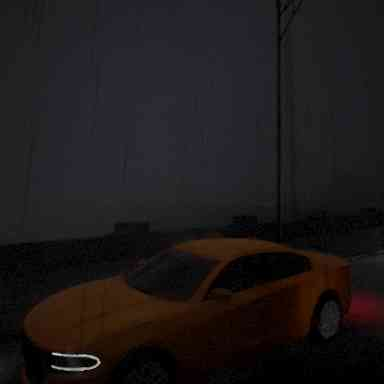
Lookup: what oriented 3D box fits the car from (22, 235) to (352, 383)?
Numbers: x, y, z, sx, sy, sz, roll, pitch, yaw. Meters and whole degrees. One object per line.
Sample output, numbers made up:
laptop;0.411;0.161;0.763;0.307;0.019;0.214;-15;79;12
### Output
car;0.321;1.462;4.839;5.008;1.535;1.882;0;0;-36
